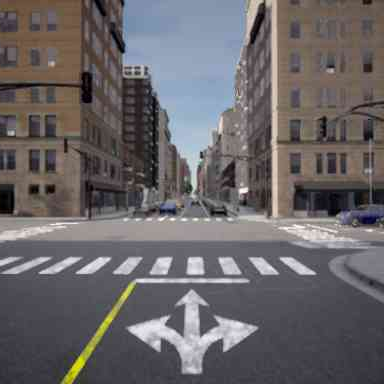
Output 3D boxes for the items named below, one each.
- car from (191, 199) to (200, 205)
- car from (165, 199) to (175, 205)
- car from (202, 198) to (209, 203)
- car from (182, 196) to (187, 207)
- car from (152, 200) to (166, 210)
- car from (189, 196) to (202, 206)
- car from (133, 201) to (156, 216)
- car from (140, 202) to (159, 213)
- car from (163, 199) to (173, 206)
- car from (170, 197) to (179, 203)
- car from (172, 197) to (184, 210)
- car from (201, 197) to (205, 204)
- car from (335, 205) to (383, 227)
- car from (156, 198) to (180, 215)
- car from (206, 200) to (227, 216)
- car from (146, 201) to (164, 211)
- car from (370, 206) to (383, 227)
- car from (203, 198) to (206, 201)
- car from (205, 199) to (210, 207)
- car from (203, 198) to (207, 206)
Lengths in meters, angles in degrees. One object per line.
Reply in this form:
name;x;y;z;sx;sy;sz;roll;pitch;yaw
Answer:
car;0.828;2.299;78.931;2.033;1.411;5.357;0;-1;1
car;-5.052;2.303;76.503;1.947;1.339;4.313;1;-1;1
car;3.682;2.472;93.000;1.802;1.307;4.206;1;-1;1
car;-2.424;1.923;58.922;2.097;1.767;4.553;0;-1;1
car;-5.331;2.073;54.389;1.887;1.381;4.507;1;-1;1
car;0.701;2.189;68.790;1.812;1.442;4.674;0;-1;1
car;-5.541;1.951;37.803;1.802;1.307;4.206;1;-1;1
car;-5.471;1.988;43.331;1.947;1.339;4.313;1;-1;1
car;-5.124;2.209;70.805;1.752;1.417;4.829;1;-1;1
car;-4.841;2.206;93.091;2.192;1.841;5.009;1;-1;1
car;-2.616;1.952;48.794;1.882;1.535;5.008;0;-1;1
car;3.333;2.197;65.350;1.947;1.339;4.313;1;-1;1
car;13.552;1.754;25.737;4.553;1.767;2.097;0;-1;0
car;-2.764;1.860;39.134;1.882;1.535;5.008;0;-1;0
car;2.984;1.934;37.699;1.947;1.339;4.313;1;-1;1
car;-5.401;2.026;48.860;2.008;1.369;4.403;1;-1;1
car;15.430;1.898;22.472;5.357;1.411;2.033;0;-1;0
car;3.194;2.071;54.290;1.887;1.381;4.507;1;-1;1
car;3.054;1.965;43.230;1.887;1.381;4.507;1;-1;1
car;3.124;2.024;48.760;2.008;1.369;4.403;1;-1;1
